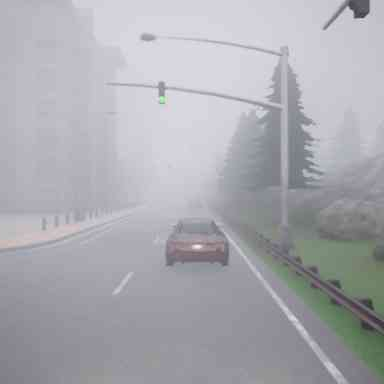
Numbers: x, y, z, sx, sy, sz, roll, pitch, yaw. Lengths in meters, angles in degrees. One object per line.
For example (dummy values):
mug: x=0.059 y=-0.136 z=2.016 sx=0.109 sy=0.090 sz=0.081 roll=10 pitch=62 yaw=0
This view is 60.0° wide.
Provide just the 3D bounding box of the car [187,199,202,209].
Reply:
car: x=0.358 y=1.627 z=47.658 sx=1.994 sy=1.385 sz=4.181 roll=0 pitch=0 yaw=0

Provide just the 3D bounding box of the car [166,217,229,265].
car: x=0.170 y=1.578 z=11.722 sx=1.994 sy=1.385 sz=4.181 roll=0 pitch=0 yaw=0
